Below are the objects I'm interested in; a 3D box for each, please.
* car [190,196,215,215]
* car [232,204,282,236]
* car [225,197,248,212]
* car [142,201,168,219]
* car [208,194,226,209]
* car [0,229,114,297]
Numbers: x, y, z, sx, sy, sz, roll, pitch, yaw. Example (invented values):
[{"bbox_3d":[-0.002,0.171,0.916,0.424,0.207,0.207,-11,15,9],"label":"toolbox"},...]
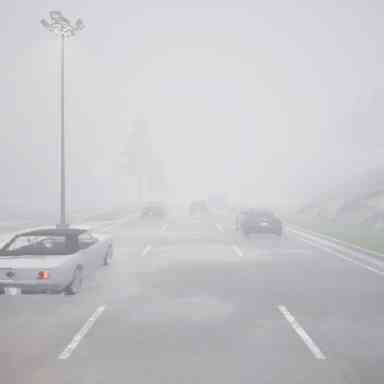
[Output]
[{"bbox_3d":[0.930,1.505,34.322,1.837,1.490,4.892,0,0,9],"label":"car"},{"bbox_3d":[3.600,1.564,18.504,1.994,1.385,4.181,0,0,0],"label":"car"},{"bbox_3d":[5.378,1.526,38.479,1.812,1.442,4.674,0,0,14],"label":"car"},{"bbox_3d":[-3.172,1.525,29.118,1.812,1.442,4.674,0,0,2],"label":"car"},{"bbox_3d":[3.415,1.221,44.496,2.150,2.045,5.566,0,0,16],"label":"car"},{"bbox_3d":[-3.400,1.601,8.554,1.895,1.301,4.718,0,0,0],"label":"car"}]
